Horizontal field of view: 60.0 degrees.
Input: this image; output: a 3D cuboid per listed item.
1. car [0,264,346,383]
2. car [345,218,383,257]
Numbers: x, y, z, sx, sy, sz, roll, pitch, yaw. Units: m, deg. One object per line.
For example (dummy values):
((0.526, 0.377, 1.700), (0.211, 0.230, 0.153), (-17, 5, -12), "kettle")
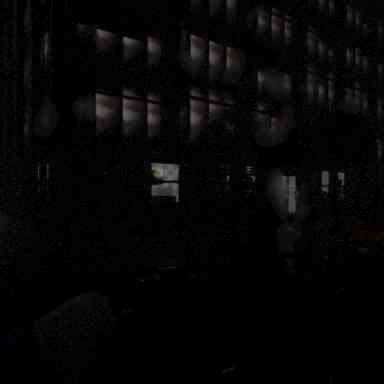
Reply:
((-0.406, 1.520, 3.089), (4.674, 1.442, 1.812), (0, 0, -36), "car")
((7.253, 1.470, 11.725), (4.829, 1.417, 1.752), (0, 1, -36), "car")
